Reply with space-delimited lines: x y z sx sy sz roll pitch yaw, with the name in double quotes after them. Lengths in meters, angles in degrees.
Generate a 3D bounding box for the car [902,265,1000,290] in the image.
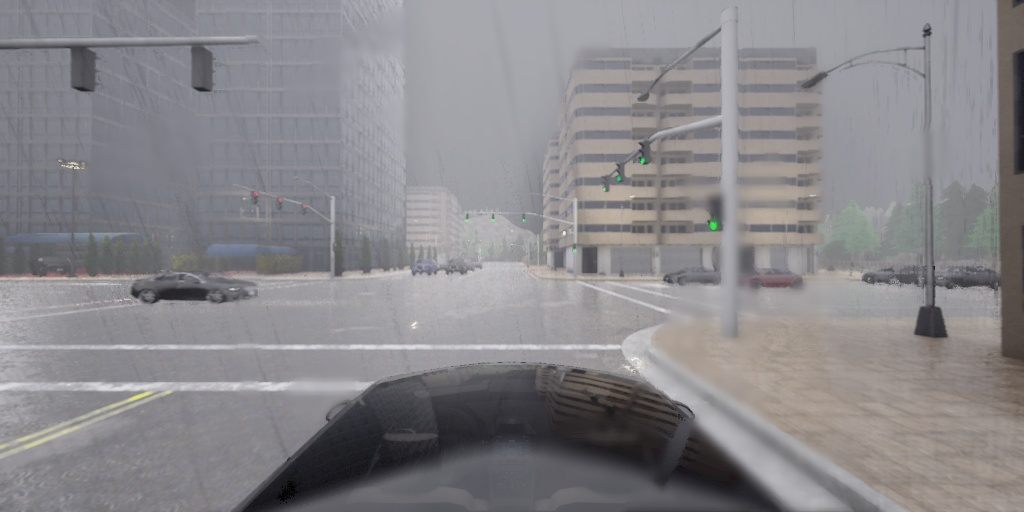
29.562 1.429 23.717 4.902 1.511 2.128 0 0 0 "car"

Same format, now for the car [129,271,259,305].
-14.186 1.421 16.208 4.902 1.511 2.128 1 0 -1 "car"

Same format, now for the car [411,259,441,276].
-10.580 1.331 43.705 2.150 2.045 5.566 0 -1 0 "car"

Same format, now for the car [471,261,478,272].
-7.070 1.788 57.178 1.994 1.385 4.181 0 0 0 "car"

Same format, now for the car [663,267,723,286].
13.689 1.531 27.085 4.181 1.385 1.994 0 0 -1 "car"

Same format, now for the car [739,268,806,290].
16.755 1.501 23.614 4.181 1.385 1.994 0 0 -1 "car"

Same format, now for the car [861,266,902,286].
29.469 1.473 27.216 4.892 1.490 1.837 0 -1 0 "car"

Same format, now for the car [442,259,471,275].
-7.082 1.351 46.172 2.150 2.045 5.566 0 -1 0 "car"
